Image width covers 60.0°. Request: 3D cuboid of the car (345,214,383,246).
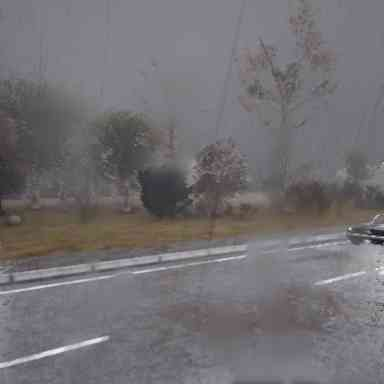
[{"bbox_3d":[8.505,1.558,13.835,4.718,1.301,1.895,0,0,-33],"label":"car"}]
